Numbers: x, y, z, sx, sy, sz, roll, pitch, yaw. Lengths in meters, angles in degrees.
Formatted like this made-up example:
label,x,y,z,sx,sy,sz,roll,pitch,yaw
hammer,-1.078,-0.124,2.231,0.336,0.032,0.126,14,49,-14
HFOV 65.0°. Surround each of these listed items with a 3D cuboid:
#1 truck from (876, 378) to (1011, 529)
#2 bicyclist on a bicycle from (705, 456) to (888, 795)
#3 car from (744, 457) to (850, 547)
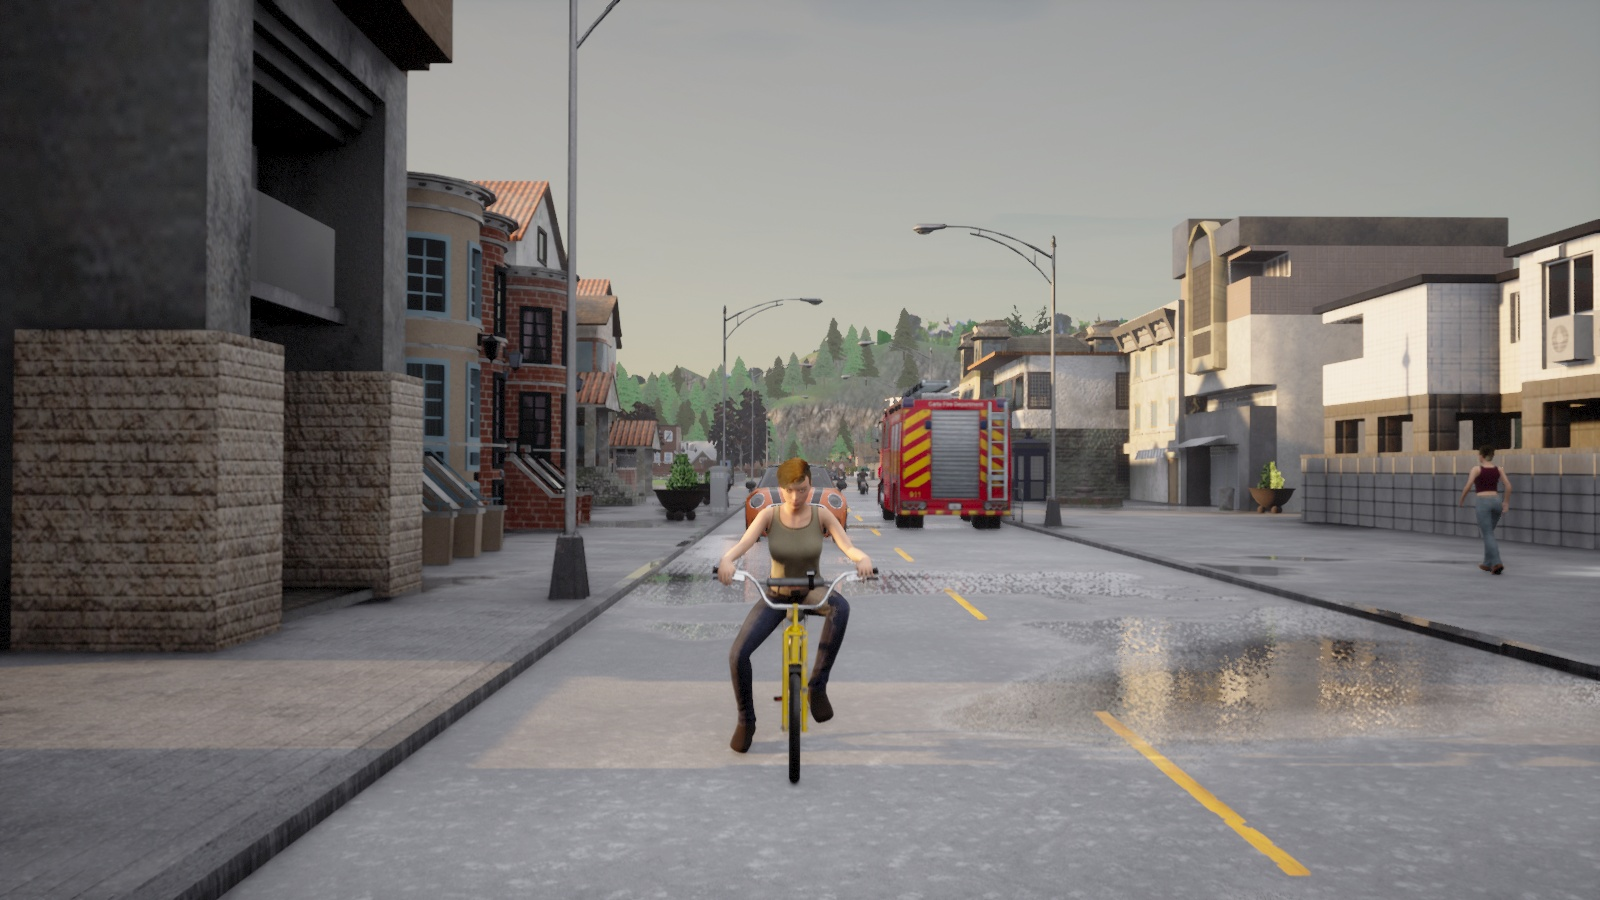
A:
label,x,y,z,sx,sy,sz,roll,pitch,yaw
truck,3.899,0.159,36.129,2.891,3.827,8.468,0,-1,0
bicyclist on a bicycle,-0.019,0.846,6.740,0.866,1.612,1.509,0,-1,0
car,-0.073,1.067,27.190,2.097,1.767,4.553,0,-1,0
